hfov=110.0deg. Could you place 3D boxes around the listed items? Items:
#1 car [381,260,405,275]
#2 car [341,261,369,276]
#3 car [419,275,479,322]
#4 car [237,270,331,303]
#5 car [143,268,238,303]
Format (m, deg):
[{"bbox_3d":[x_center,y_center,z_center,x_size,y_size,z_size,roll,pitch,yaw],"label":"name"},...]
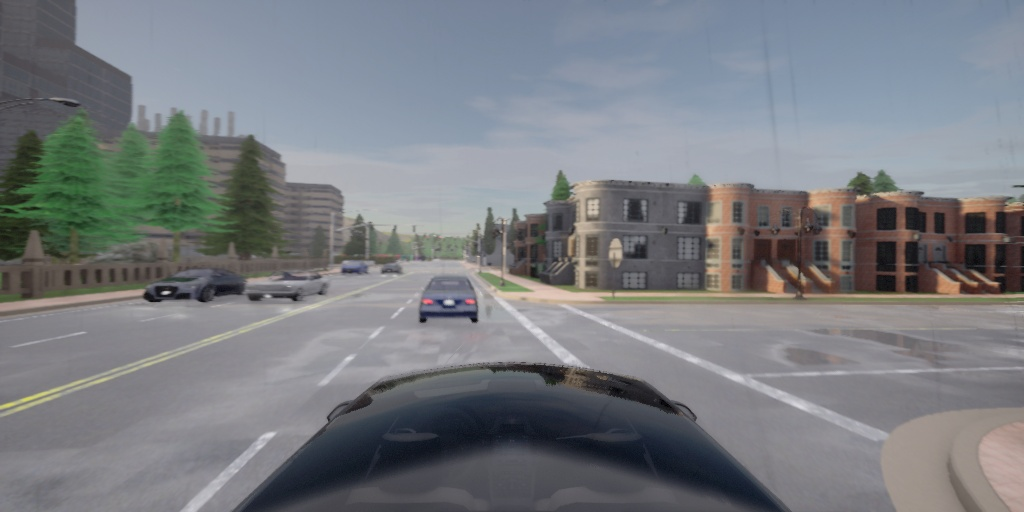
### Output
[{"bbox_3d":[-14.102,1.472,42.250,1.994,1.385,4.181,1,-1,-8],"label":"car"},{"bbox_3d":[-17.225,1.304,39.478,1.882,1.535,5.008,1,-1,-8],"label":"car"},{"bbox_3d":[-2.158,1.367,12.528,2.033,1.411,5.357,1,-1,-9],"label":"car"},{"bbox_3d":[-10.084,1.324,16.526,1.895,1.301,4.718,1,-1,-9],"label":"car"},{"bbox_3d":[-13.486,1.221,15.641,1.994,1.385,4.181,1,-1,-9],"label":"car"}]
